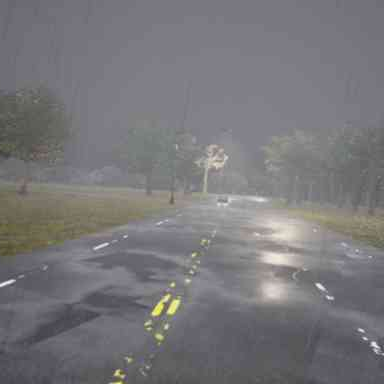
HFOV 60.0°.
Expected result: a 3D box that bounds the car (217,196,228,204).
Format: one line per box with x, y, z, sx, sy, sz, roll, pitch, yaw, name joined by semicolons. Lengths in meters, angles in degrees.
5.948;1.397;64.304;1.994;1.385;4.181;3;3;9;car
